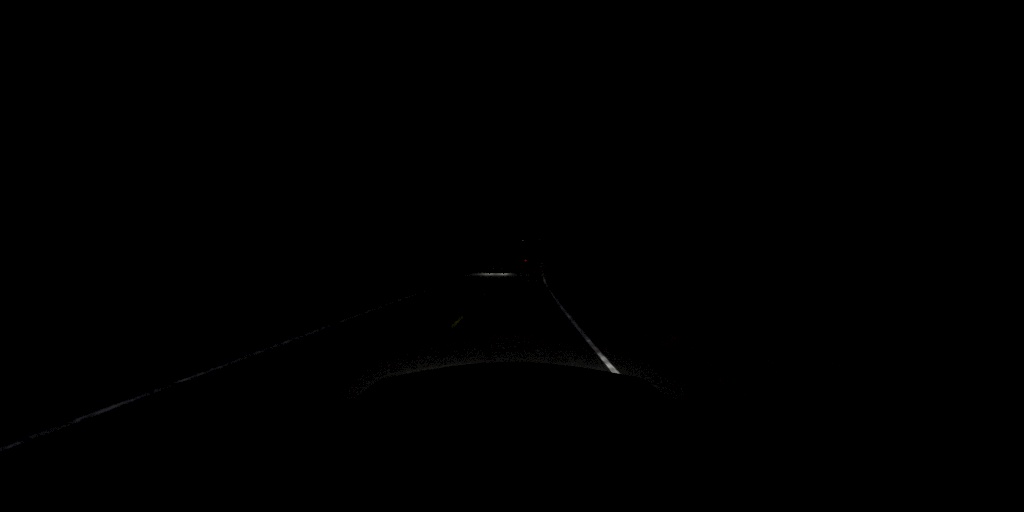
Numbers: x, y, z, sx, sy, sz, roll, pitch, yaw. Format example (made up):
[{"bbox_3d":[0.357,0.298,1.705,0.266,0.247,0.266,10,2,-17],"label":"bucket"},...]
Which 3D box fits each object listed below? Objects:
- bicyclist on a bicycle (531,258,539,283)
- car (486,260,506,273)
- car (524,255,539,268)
[{"bbox_3d":[1.651,1.170,25.720,0.582,1.620,1.656,0,0,3],"label":"bicyclist on a bicycle"},{"bbox_3d":[-1.804,1.171,41.526,1.837,1.490,4.892,0,0,5],"label":"car"},{"bbox_3d":[3.039,0.857,56.639,2.150,2.045,5.566,0,1,5],"label":"car"}]
